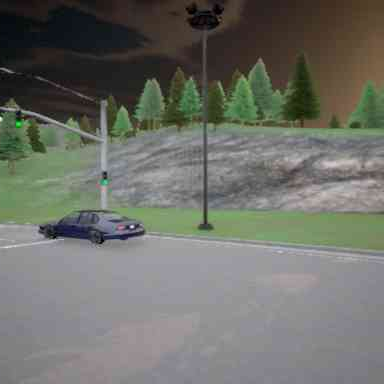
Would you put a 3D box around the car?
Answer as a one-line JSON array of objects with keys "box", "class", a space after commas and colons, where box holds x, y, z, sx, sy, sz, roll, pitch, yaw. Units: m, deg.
[{"box": [-4.678, 1.510, 15.215, 5.357, 1.411, 2.033, 0, 0, 30], "class": "car"}]
